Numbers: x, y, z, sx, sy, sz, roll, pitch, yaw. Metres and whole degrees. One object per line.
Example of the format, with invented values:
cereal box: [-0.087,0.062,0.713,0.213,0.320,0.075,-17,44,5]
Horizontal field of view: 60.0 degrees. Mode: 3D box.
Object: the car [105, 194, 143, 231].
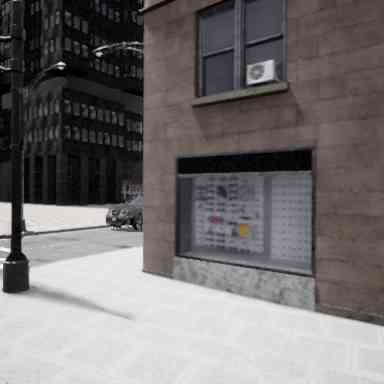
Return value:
car: [-2.663,1.150,20.472,2.150,2.045,5.566,1,0,36]
